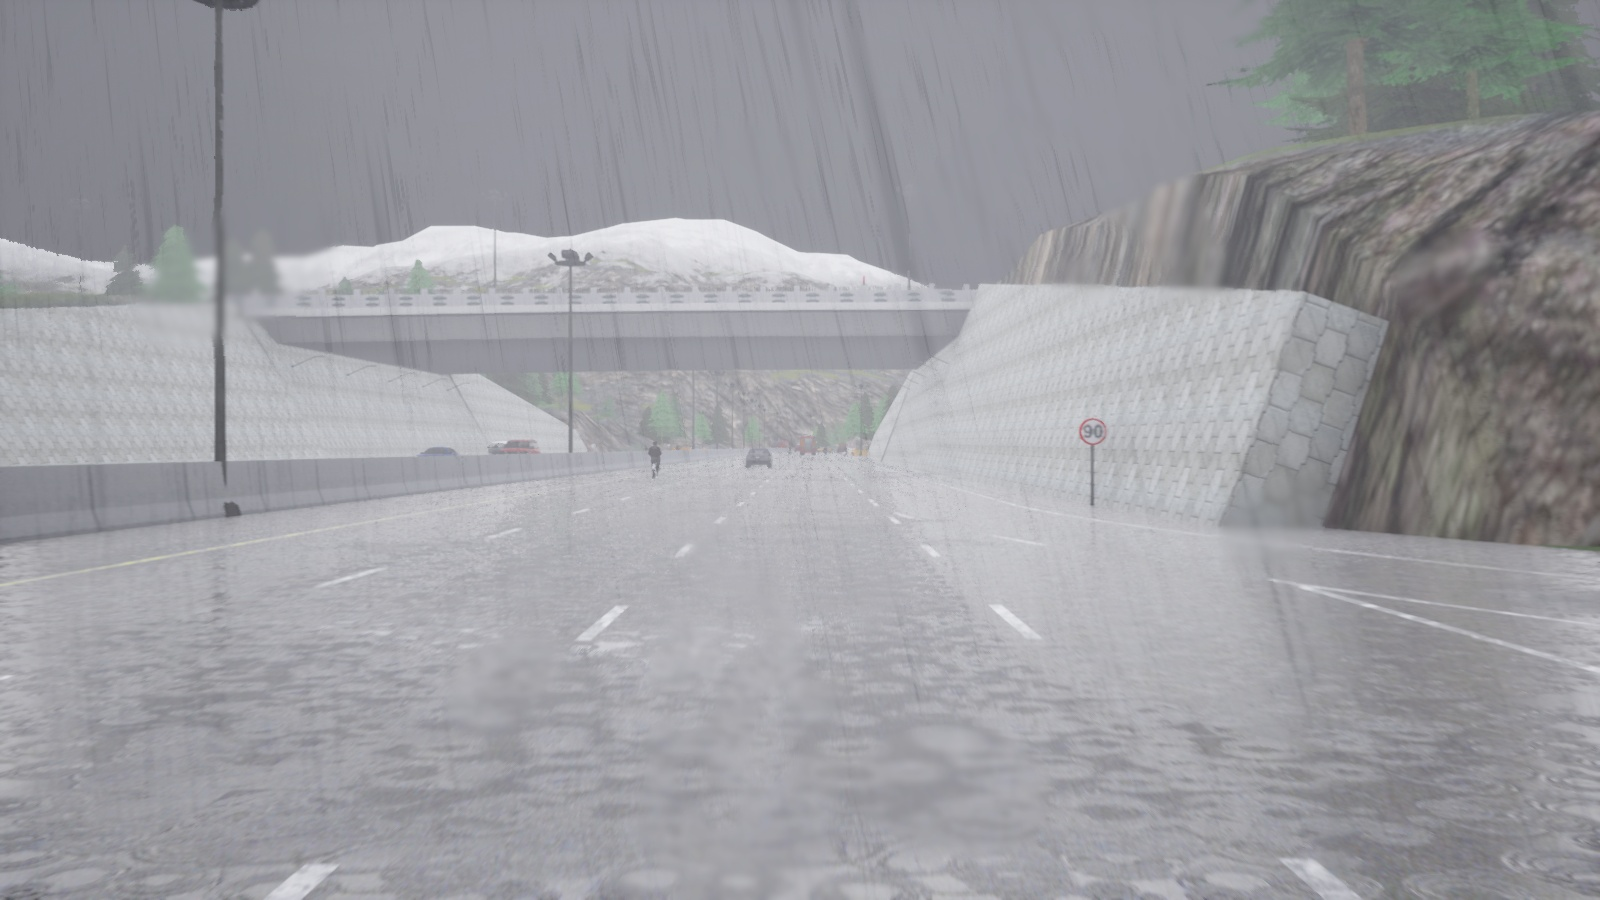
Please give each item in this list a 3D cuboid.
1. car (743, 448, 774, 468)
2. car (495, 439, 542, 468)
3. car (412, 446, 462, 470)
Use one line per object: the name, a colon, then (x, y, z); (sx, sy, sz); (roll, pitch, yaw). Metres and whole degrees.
car: (-2.961, 0.551, 91.065); (2.033, 1.411, 5.357); (0, 0, 0)
car: (-20.459, 0.208, 91.372); (2.150, 2.045, 5.566); (0, 0, 0)
car: (-24.006, 0.485, 83.222); (1.882, 1.535, 5.008); (0, 0, 0)
